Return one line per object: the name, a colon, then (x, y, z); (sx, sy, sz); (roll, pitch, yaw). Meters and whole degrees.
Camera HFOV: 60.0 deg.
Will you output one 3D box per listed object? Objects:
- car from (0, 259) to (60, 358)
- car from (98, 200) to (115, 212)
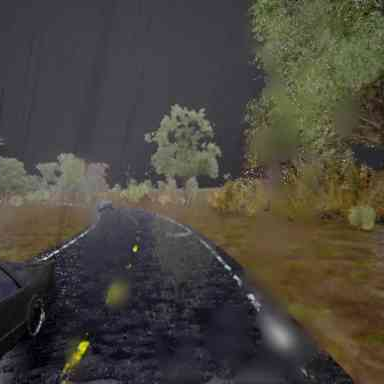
car: (-3.244, 1.574, 3.789); (2.033, 1.411, 5.357); (0, 0, -2)
car: (-11.279, 1.782, 43.460); (2.033, 1.411, 5.357); (0, 0, -20)
